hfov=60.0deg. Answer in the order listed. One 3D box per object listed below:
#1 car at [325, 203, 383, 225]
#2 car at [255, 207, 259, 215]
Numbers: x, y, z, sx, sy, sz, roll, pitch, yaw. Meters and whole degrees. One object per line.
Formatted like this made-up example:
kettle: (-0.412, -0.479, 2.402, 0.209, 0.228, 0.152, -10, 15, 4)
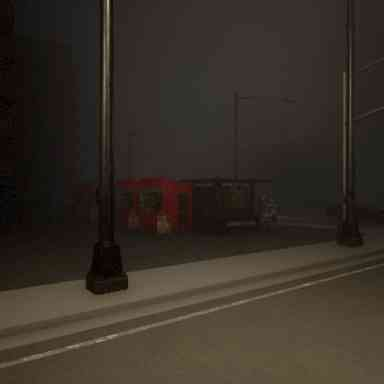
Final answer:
car: (12.433, 1.581, 24.858, 1.837, 1.490, 4.892, 0, -1, -36)
car: (4.993, 1.744, 35.062, 1.812, 1.442, 4.674, 0, -1, -36)
